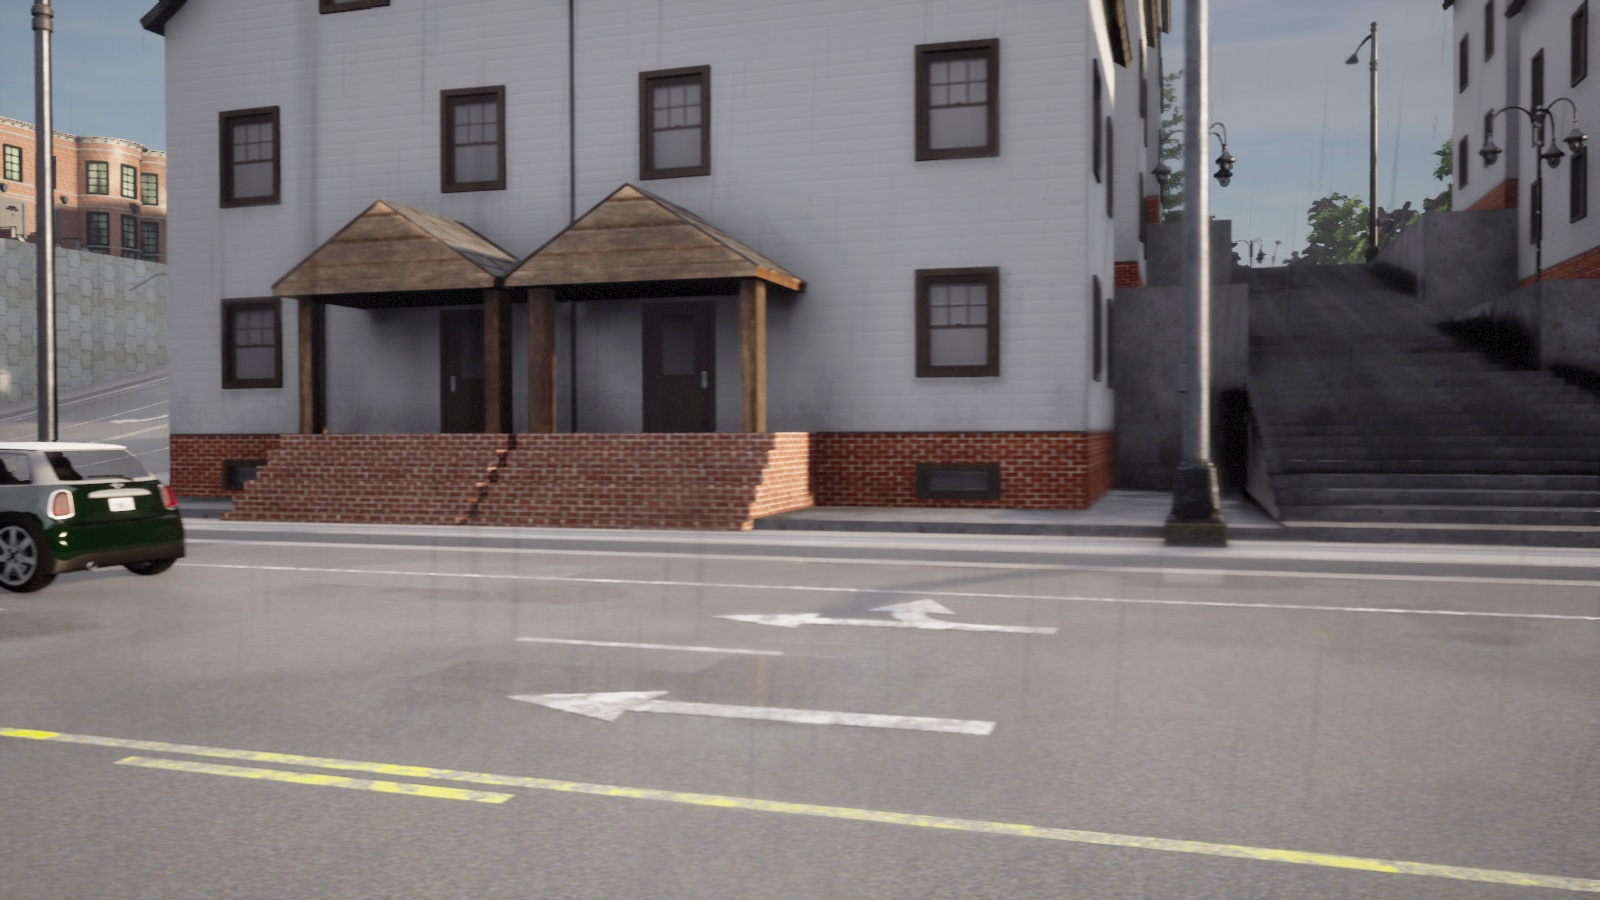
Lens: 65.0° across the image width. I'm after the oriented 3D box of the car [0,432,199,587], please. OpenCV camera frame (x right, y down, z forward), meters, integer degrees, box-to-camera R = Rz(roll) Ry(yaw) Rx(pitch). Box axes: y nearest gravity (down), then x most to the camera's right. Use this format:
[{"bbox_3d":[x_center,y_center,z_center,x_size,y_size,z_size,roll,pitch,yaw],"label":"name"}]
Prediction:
[{"bbox_3d":[-8.762,0.543,13.524,3.806,1.475,1.970,0,1,17],"label":"car"}]
